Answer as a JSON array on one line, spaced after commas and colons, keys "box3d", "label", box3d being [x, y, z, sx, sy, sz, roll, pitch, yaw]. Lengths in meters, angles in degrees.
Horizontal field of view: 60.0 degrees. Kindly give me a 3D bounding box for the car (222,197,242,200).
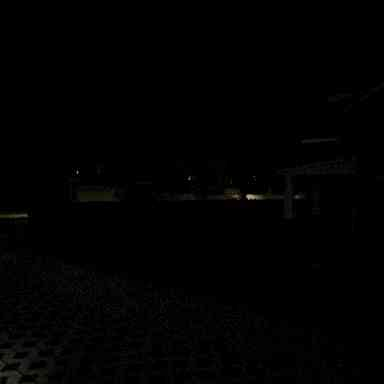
[{"box3d": [4.778, 1.317, 40.477, 2.033, 1.411, 5.357, 2, 1, 36], "label": "car"}]
